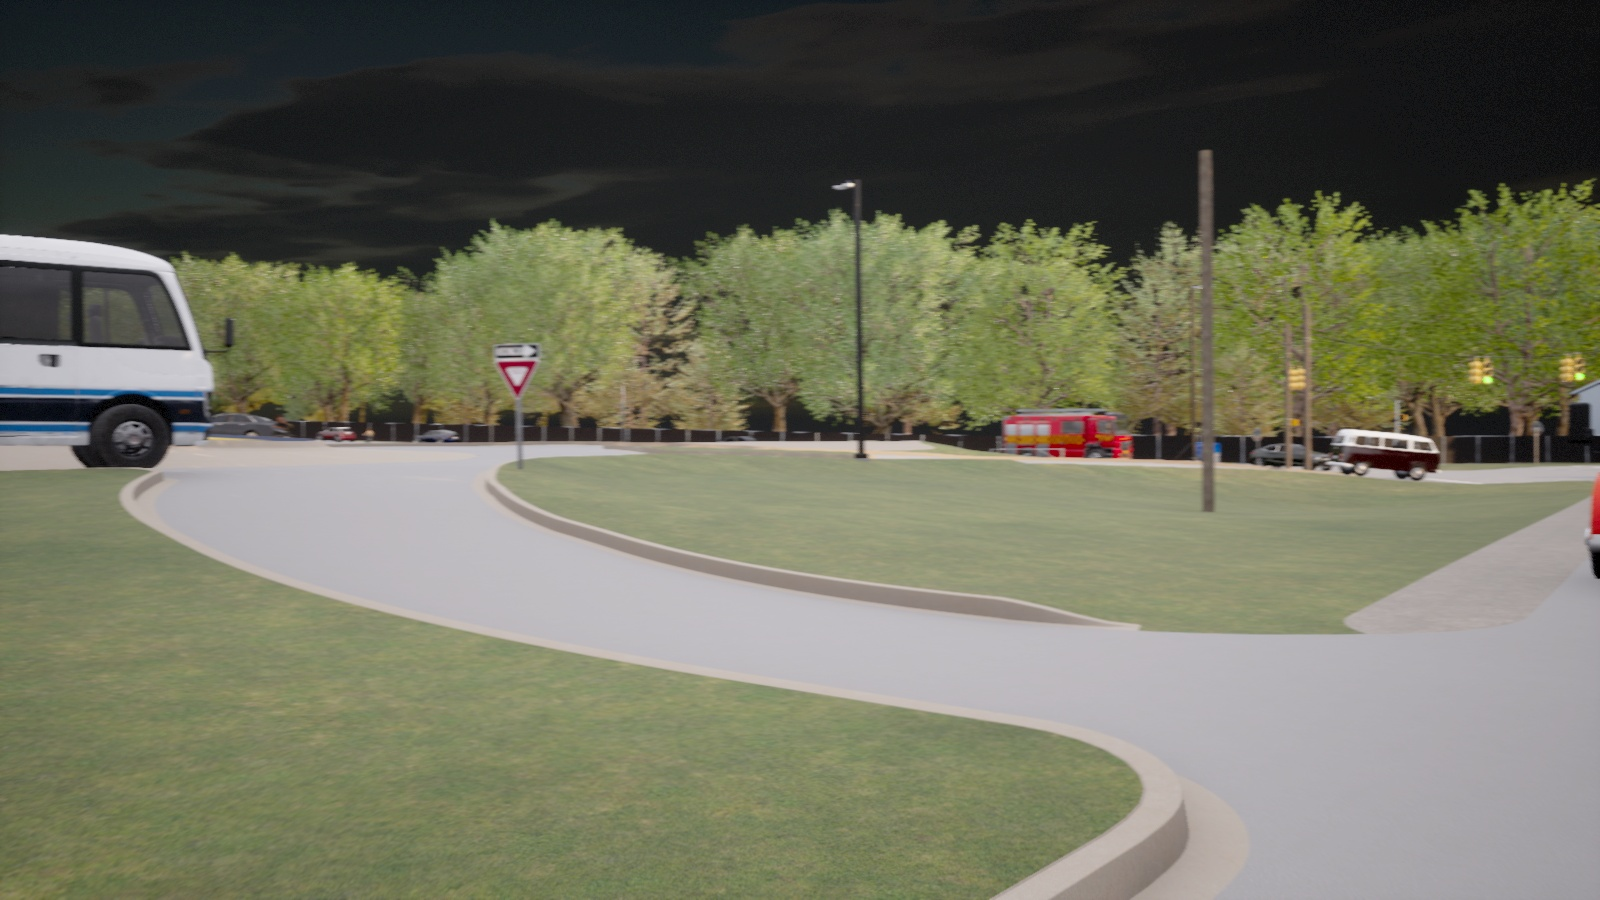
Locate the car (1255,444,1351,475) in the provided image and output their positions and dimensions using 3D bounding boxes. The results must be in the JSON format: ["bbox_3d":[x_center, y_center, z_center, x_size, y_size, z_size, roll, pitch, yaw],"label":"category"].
[{"bbox_3d":[30.563,0.543,76.389,2.152,1.651,5.027,-2,3,-36],"label":"car"}]

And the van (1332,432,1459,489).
[{"bbox_3d":[26.500,0.446,56.018,4.480,2.038,2.069,5,2,3],"label":"van"}]

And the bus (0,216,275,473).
[{"bbox_3d":[-15.080,-1.783,21.893,10.273,4.253,3.944,0,1,-37],"label":"bus"}]

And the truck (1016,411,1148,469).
[{"bbox_3d":[19.564,-0.769,87.371,8.468,3.827,2.891,1,2,34],"label":"truck"}]

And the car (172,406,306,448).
[{"bbox_3d":[-24.009,-0.967,53.849,4.892,1.490,1.837,1,-5,4],"label":"car"}]

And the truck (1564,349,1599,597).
[{"bbox_3d":[10.330,0.232,13.912,2.627,2.467,5.204,1,0,37],"label":"truck"}]
